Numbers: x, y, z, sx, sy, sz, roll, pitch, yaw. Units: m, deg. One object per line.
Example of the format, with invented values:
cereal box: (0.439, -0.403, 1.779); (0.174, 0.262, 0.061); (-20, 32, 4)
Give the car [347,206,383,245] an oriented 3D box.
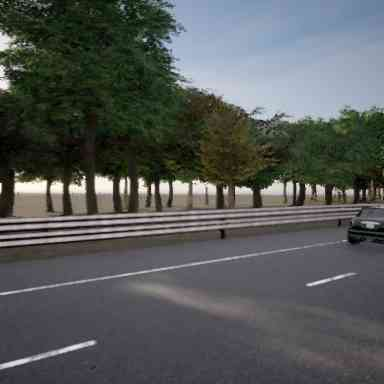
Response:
car: (8.707, 1.358, 14.253); (4.553, 1.767, 2.097); (0, 0, -36)
